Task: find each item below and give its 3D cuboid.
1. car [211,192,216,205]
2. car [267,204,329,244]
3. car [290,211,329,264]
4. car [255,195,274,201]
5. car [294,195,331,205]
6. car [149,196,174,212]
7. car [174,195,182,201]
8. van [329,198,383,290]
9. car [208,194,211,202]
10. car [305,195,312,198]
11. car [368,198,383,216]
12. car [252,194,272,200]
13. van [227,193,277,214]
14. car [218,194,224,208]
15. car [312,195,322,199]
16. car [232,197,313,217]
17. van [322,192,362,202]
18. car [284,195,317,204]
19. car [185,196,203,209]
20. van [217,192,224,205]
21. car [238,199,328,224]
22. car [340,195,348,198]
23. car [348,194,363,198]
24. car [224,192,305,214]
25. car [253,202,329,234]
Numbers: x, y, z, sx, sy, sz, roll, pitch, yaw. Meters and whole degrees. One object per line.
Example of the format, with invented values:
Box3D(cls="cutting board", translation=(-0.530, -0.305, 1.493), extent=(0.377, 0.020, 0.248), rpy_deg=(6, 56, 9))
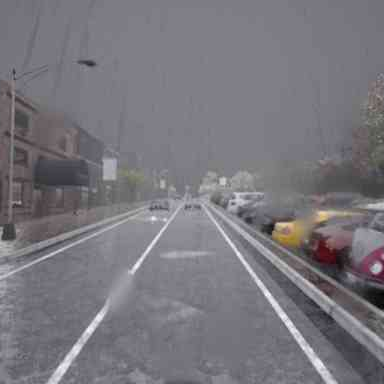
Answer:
Box3D(cls="car", translation=(5.609, 0.998, 43.338), extent=(5.566, 2.045, 2.435), rpy_deg=(0, 0, 0))
Box3D(cls="car", translation=(5.810, 1.381, 12.508), extent=(5.366, 1.575, 1.946), rpy_deg=(0, 0, 0))
Box3D(cls="car", translation=(5.658, 1.433, 9.704), extent=(4.792, 1.488, 2.163), rpy_deg=(0, 0, 0))
Box3D(cls="car", translation=(18.672, 1.451, 85.793), extent=(4.674, 1.452, 2.002), rpy_deg=(0, 0, 0))
Box3D(cls="car", translation=(18.665, 1.241, 51.740), extent=(5.008, 1.535, 2.097), rpy_deg=(0, 0, 0))
Box3D(cls="car", translation=(-3.355, 1.375, 35.334), extent=(1.994, 1.385, 4.181), rpy_deg=(0, 0, 0))
Box3D(cls="car", translation=(-3.274, 1.298, 76.550), extent=(2.033, 1.411, 5.357), rpy_deg=(0, 0, 0))
Box3D(cls="van", translation=(5.517, 1.198, 6.899), extent=(4.442, 1.987, 1.878), rpy_deg=(0, 0, 0))
Box3D(cls="car", translation=(5.608, 0.990, 51.748), extent=(5.566, 2.045, 2.435), rpy_deg=(0, 0, 0))
Box3D(cls="car", translation=(18.661, 1.281, 48.953), extent=(4.674, 1.452, 2.002), rpy_deg=(0, 0, 0))
Box3D(cls="car", translation=(18.670, 1.300, 29.461), extent=(5.008, 1.535, 2.097), rpy_deg=(0, 0, 0))
Box3D(cls="car", translation=(18.681, 1.429, 88.942), extent=(5.008, 1.535, 2.097), rpy_deg=(0, 0, 0))
Box3D(cls="van", translation=(5.708, 1.063, 32.127), extent=(4.442, 1.987, 1.878), rpy_deg=(0, 0, 0))
Box3D(cls="car", translation=(5.582, 1.280, 34.930), extent=(4.892, 1.521, 2.231), rpy_deg=(0, 0, 0))
Box3D(cls="car", translation=(18.629, 1.124, 43.384), extent=(4.553, 1.767, 2.185), rpy_deg=(0, 0, 0))
Box3D(cls="car", translation=(5.601, 1.323, 23.713), extent=(4.892, 1.521, 2.231), rpy_deg=(0, 0, 0))
Box3D(cls="van", translation=(18.778, 1.031, 40.604), extent=(4.442, 1.987, 1.878), rpy_deg=(0, 0, 0))
Box3D(cls="car", translation=(18.656, 1.253, 57.308), extent=(5.008, 1.535, 2.097), rpy_deg=(0, 0, 0))
Box3D(cls="car", translation=(0.087, 1.391, 41.194), extent=(1.895, 1.301, 4.718), rpy_deg=(0, 0, 0))
Box3D(cls="van", translation=(5.469, 1.042, 37.733), extent=(4.442, 1.987, 1.878), rpy_deg=(0, 0, 0))
Box3D(cls="car", translation=(5.581, 1.364, 20.915), extent=(4.792, 1.488, 2.163), rpy_deg=(0, 0, 0))
Box3D(cls="car", translation=(18.665, 1.318, 35.033), extent=(4.674, 1.452, 2.002), rpy_deg=(0, 0, 0))
Box3D(cls="car", translation=(18.486, 1.286, 32.247), extent=(5.366, 1.575, 1.946), rpy_deg=(0, 0, 0))
Box3D(cls="car", translation=(5.629, 1.060, 26.519), extent=(5.566, 2.045, 2.435), rpy_deg=(0, 0, 0))
Box3D(cls="car", translation=(5.614, 1.365, 15.307), extent=(5.008, 1.535, 2.097), rpy_deg=(0, 0, 0))
